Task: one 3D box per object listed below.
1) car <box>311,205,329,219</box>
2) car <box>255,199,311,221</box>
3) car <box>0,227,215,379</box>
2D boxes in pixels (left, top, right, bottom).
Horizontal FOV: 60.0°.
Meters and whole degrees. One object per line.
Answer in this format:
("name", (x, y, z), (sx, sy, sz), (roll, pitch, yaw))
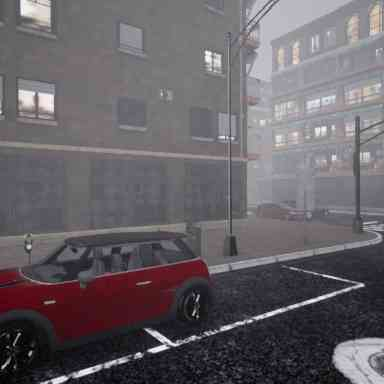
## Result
("car", (8.918, 1.347, 27.726), (1.882, 1.535, 5.008), (-1, 1, -35))
("car", (6.831, 1.472, 26.206), (1.802, 1.307, 4.206), (0, 0, -35))
("car", (-1.662, 1.440, 5.432), (4.097, 1.590, 1.967), (0, 0, -35))
